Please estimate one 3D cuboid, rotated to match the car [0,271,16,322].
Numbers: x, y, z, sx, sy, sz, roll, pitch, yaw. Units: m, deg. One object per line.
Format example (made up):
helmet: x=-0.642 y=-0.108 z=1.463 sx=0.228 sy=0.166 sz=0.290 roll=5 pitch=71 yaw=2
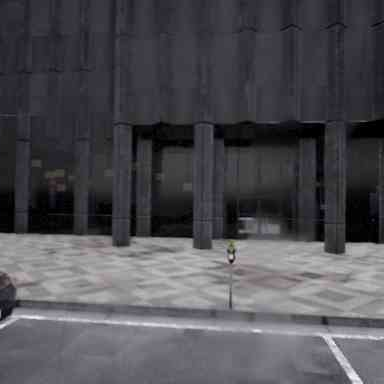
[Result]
car: x=-5.116 y=1.607 z=5.274 sx=4.403 sy=1.369 sz=2.008 roll=1 pitch=-1 yaw=7
